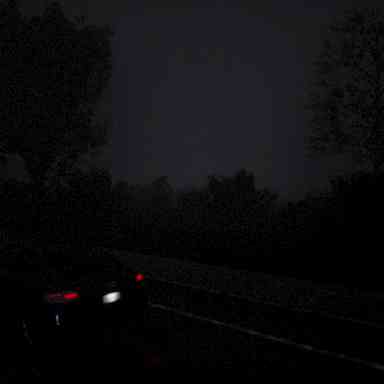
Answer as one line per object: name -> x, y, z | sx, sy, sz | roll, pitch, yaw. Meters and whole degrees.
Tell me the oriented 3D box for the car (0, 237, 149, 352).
car -> -2.803, 1.573, 6.282 | 4.181, 1.385, 1.994 | 0, 0, 38
